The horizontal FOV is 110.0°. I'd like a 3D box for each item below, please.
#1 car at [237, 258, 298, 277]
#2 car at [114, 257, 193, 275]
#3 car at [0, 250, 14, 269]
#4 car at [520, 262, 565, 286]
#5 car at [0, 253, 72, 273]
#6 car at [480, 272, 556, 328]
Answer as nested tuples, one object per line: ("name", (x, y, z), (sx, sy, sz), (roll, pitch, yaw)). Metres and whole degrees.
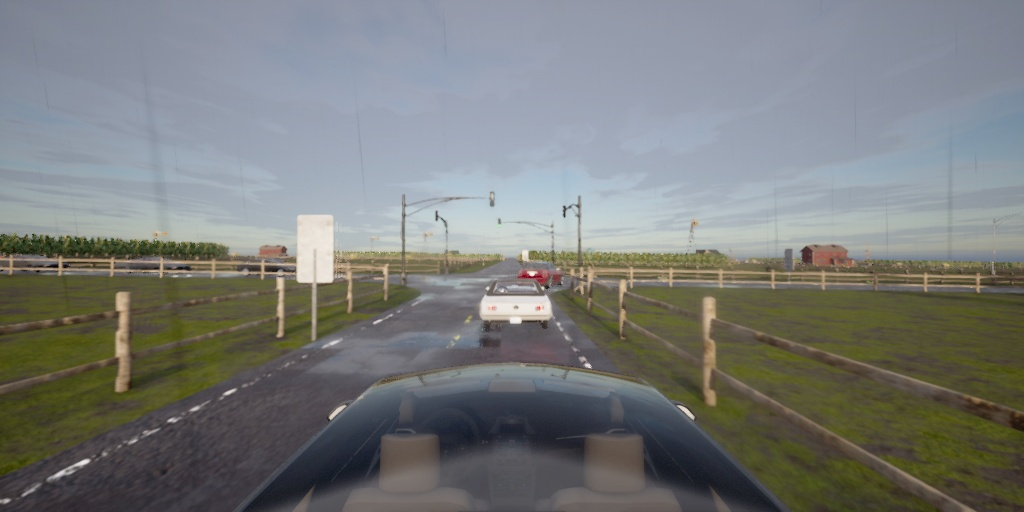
("car", (-20.404, 0.959, 30.313), (4.892, 1.490, 1.837), (1, 0, 0))
("car", (-30.293, 0.823, 30.325), (5.357, 1.411, 2.033), (1, 0, 0))
("car", (-50.935, 0.281, 33.963), (4.553, 1.767, 2.097), (1, 0, 0))
("car", (2.071, 1.160, 23.996), (2.097, 1.767, 4.553), (1, 0, 23))
("car", (-40.815, 0.635, 30.338), (5.357, 1.411, 2.033), (1, 0, 1))
("car", (0.104, 1.373, 11.464), (1.895, 1.301, 4.718), (0, 0, 0))
